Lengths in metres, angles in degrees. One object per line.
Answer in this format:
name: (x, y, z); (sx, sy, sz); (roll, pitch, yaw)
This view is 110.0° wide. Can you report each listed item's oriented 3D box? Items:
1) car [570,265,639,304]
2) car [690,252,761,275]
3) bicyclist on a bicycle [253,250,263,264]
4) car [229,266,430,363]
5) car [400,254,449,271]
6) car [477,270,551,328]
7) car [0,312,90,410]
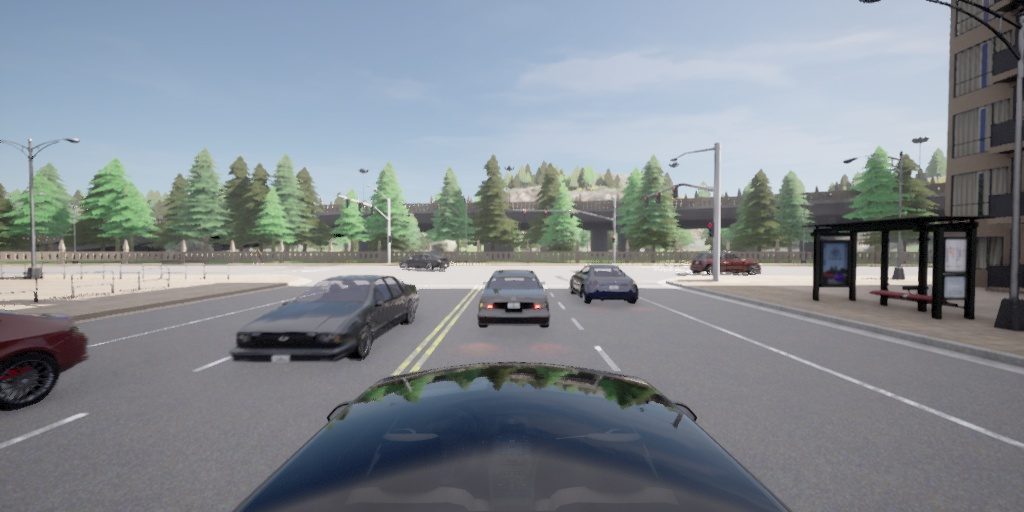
car: (3.579, 1.031, 14.559); (1.994, 1.385, 4.181); (0, 1, 0)
car: (15.759, 0.502, 26.483); (4.553, 1.767, 2.097); (0, 1, -2)
bicyclist on a bicycle: (-29.461, 0.119, 41.636); (0.582, 1.620, 1.656); (0, 2, 1)
car: (-3.585, 1.154, 8.223); (2.033, 1.411, 5.357); (0, 1, 0)
car: (-7.945, 0.532, 32.386); (4.892, 1.490, 1.837); (1, 0, 28)
car: (0.060, 1.103, 10.548); (2.033, 1.411, 5.357); (0, 1, 1)
car: (-7.082, 1.241, 3.275); (1.812, 1.442, 4.674); (0, 1, 0)
